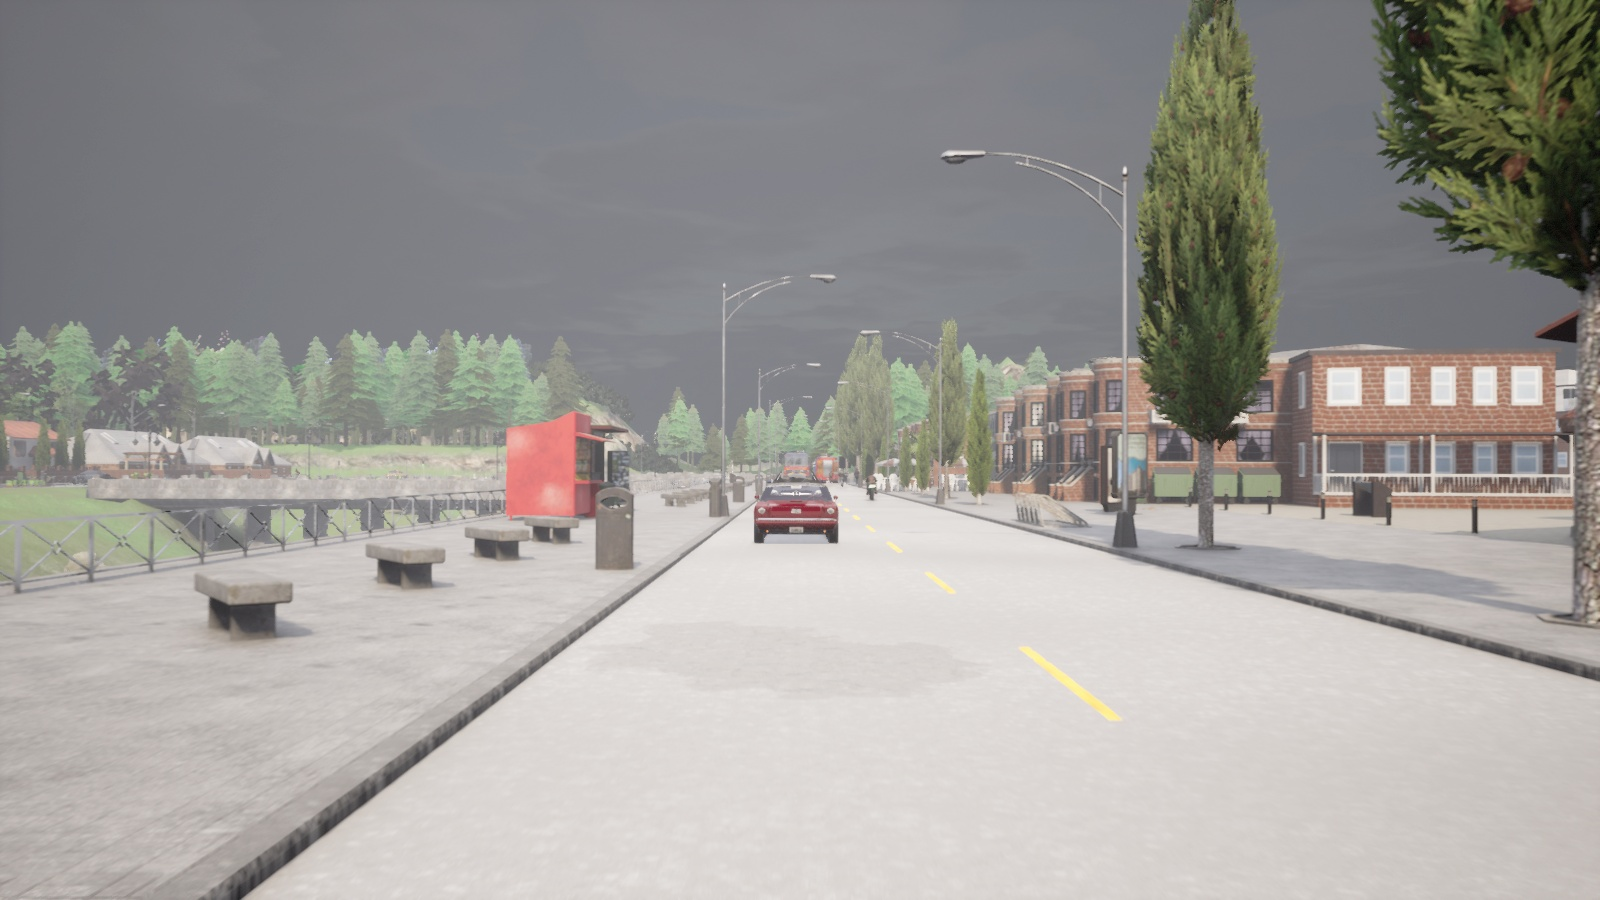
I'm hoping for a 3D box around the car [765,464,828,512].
[{"bbox_3d":[-0.119,1.358,45.661,2.152,1.651,5.027,0,-1,0],"label":"car"}]

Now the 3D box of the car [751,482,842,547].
[{"bbox_3d":[-0.073,1.392,28.483,1.895,1.301,4.718,0,-1,0],"label":"car"}]
